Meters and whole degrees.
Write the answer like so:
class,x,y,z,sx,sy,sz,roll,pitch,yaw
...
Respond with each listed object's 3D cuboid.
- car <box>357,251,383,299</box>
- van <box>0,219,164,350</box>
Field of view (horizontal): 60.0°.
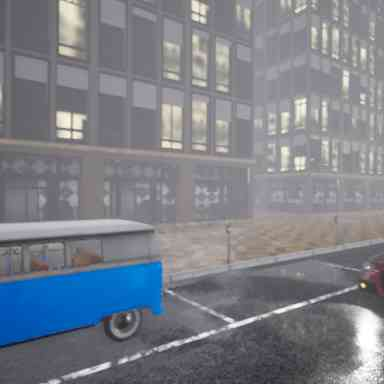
class,x,y,z,sx,sy,sz,roll,pitch,yaw
car,5.478,1.566,7.255,4.181,1.385,1.994,0,0,-35
van,-2.357,1.342,4.871,3.998,1.788,1.690,0,0,-35
